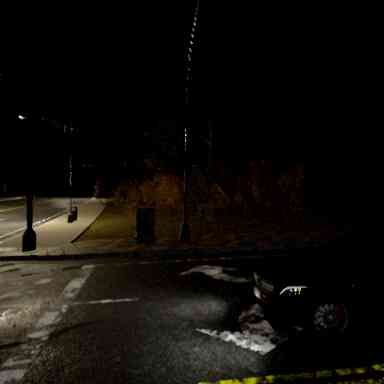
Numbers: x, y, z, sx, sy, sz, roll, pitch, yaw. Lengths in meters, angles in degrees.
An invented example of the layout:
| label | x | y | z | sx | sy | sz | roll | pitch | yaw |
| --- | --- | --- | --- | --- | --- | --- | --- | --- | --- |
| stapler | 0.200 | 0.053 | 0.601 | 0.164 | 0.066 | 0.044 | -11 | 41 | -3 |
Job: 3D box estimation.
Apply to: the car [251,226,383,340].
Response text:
| label | x | y | z | sx | sy | sz | roll | pitch | yaw |
| --- | --- | --- | --- | --- | --- | --- | --- | --- | --- |
| car | 3.383 | 1.353 | 5.819 | 4.674 | 1.442 | 1.812 | -1 | 1 | -8 |
